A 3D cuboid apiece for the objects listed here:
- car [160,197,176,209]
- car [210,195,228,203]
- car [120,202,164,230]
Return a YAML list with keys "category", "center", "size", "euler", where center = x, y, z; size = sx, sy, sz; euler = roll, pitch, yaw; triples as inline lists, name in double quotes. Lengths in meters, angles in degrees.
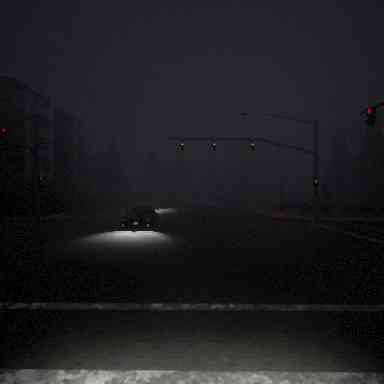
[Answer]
- category: "car"
  center: [-3.365, 1.527, 46.183]
  size: [2.128, 1.511, 4.902]
  euler: [0, 1, 4]
- category: "car"
  center: [5.748, 1.328, 69.961]
  size: [2.097, 1.767, 4.553]
  euler: [0, 0, 38]
- category: "car"
  center: [-3.177, 1.593, 20.989]
  size: [1.994, 1.385, 4.181]
  euler: [0, 0, 1]
